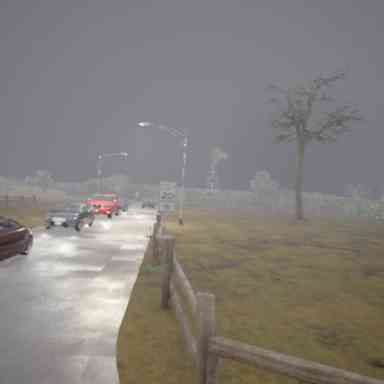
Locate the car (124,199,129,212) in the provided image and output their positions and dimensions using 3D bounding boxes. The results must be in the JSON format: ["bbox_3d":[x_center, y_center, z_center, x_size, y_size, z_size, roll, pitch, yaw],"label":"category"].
[{"bbox_3d":[-8.708,1.548,39.925,1.837,1.490,4.892,4,-1,-4],"label":"car"}]

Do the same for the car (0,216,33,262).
[{"bbox_3d":[-6.273,1.362,9.650,1.994,1.385,4.181,4,-1,-5],"label":"car"}]

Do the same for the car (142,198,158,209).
[{"bbox_3d":[-6.790,1.853,51.861,1.837,1.490,4.892,4,-1,-5],"label":"car"}]

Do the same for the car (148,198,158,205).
[{"bbox_3d":[-9.093,2.235,78.459,2.128,1.511,4.902,4,-1,-5],"label":"car"}]

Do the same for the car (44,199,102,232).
[{"bbox_3d":[-7.076,1.367,19.582,2.128,1.511,4.902,4,-1,-5],"label":"car"}]

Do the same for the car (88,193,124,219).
[{"bbox_3d":[-7.879,1.178,29.609,2.150,2.045,5.566,4,-1,-4],"label":"car"}]
